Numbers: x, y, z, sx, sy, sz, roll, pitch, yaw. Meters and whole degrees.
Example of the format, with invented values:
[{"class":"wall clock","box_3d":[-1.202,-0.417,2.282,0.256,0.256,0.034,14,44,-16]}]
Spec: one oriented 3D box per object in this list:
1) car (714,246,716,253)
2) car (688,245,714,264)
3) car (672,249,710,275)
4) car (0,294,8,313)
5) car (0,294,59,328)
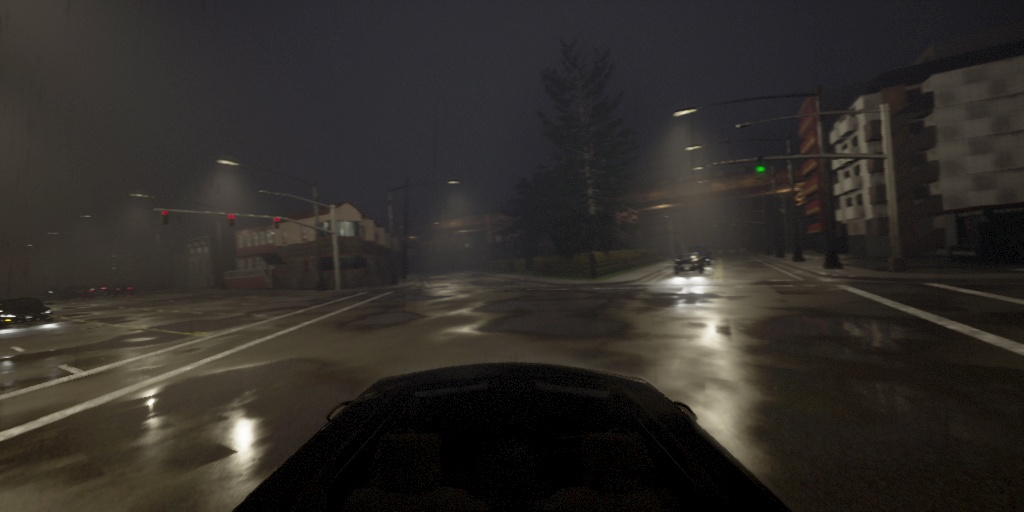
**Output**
[{"class":"car","box_3d":[25.920,-0.193,48.384,1.882,1.535,5.008,-4,-1,31]},{"class":"car","box_3d":[19.063,-0.070,36.708,2.150,2.045,5.566,-4,-1,31]},{"class":"car","box_3d":[13.215,0.518,26.703,2.128,1.511,4.902,-4,-1,31]},{"class":"car","box_3d":[-43.877,4.030,29.725,4.181,1.385,1.994,-3,0,30]},{"class":"car","box_3d":[-28.950,3.273,21.128,4.892,1.490,1.837,-3,0,30]}]
